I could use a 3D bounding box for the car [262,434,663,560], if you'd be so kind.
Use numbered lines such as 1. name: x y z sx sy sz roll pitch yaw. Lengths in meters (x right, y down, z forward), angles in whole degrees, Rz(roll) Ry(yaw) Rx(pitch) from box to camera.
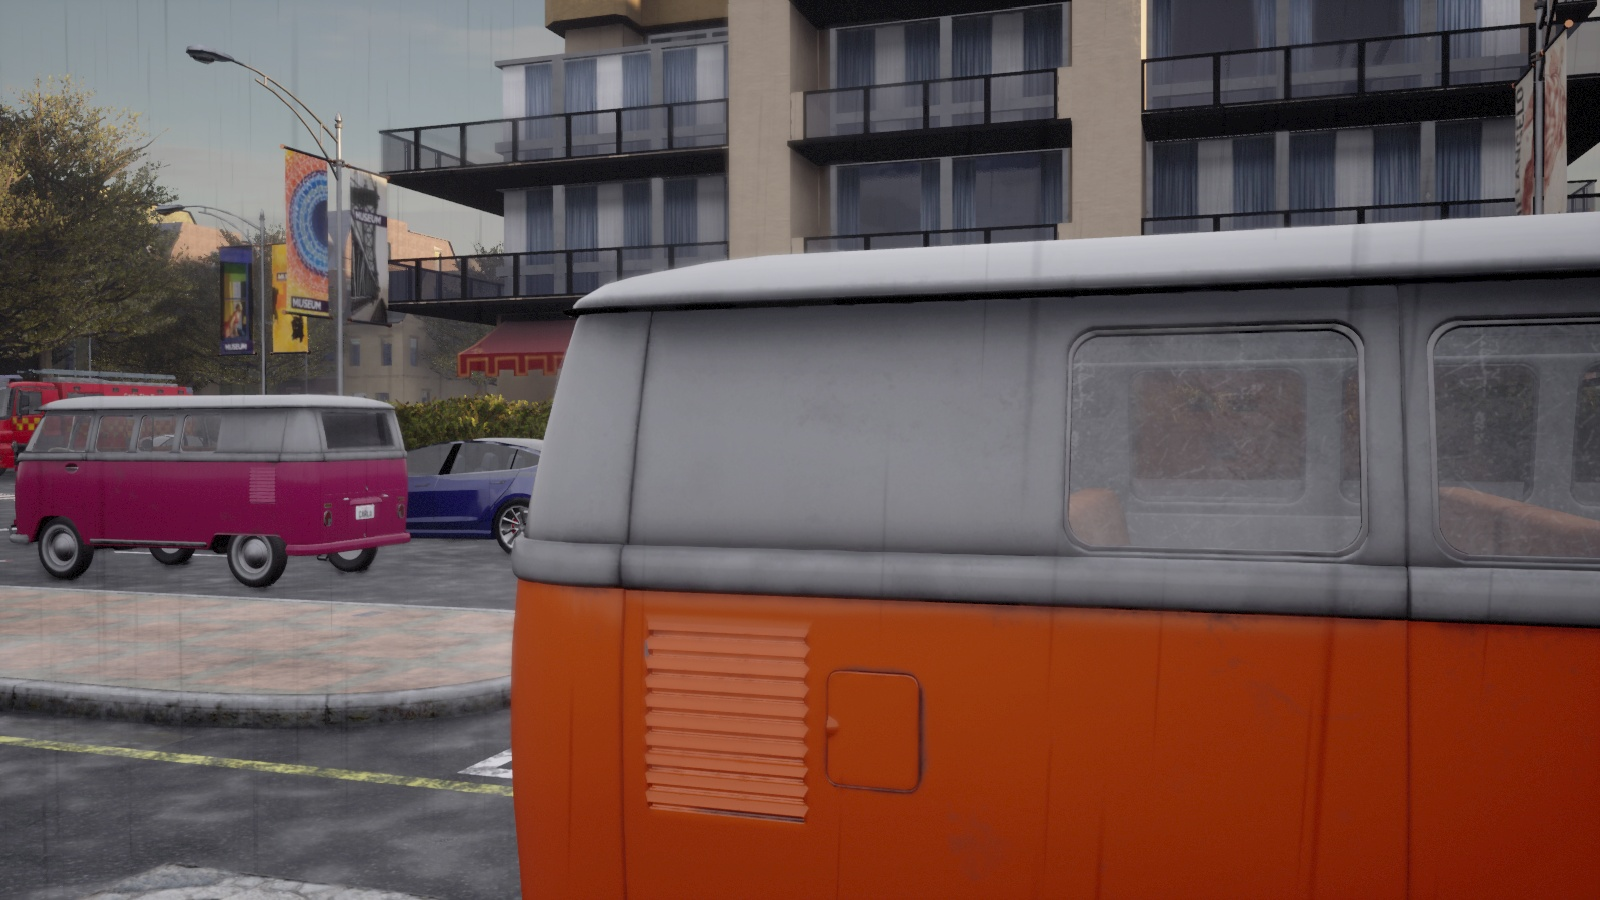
1. car: -4.484 0.540 16.834 4.792 1.488 2.163 1 1 19

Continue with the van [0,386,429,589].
1. van: -6.511 0.334 13.820 4.442 1.987 1.775 1 1 19

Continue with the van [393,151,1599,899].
1. van: 1.570 0.543 2.661 4.442 1.987 1.775 1 1 19

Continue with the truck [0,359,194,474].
1. truck: -26.770 -1.180 46.298 2.891 3.827 8.468 1 1 18
